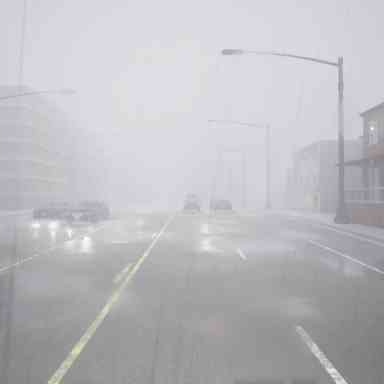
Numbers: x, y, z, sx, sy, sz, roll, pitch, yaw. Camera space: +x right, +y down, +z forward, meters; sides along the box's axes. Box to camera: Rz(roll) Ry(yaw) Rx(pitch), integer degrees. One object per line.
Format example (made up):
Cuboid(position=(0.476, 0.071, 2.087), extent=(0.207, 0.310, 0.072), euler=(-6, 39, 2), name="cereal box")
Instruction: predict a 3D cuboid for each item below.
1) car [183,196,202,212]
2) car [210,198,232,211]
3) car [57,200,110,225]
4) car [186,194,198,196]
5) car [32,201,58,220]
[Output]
Cuboid(position=(0.016, 1.440, 37.095), extent=(1.812, 1.442, 4.674), euler=(0, -1, 1), name="car")
Cuboid(position=(3.530, 1.502, 38.518), extent=(1.994, 1.385, 4.181), euler=(0, -1, 0), name="car")
Cuboid(position=(-7.051, 1.337, 22.942), extent=(2.128, 1.511, 4.902), euler=(0, 0, 1), name="car")
Cuboid(position=(0.011, 1.380, 47.299), extent=(2.150, 2.045, 5.566), euler=(0, -2, 1), name="car")
Cuboid(position=(-10.525, 1.398, 25.661), extent=(1.994, 1.385, 4.181), euler=(0, 0, 0), name="car")
